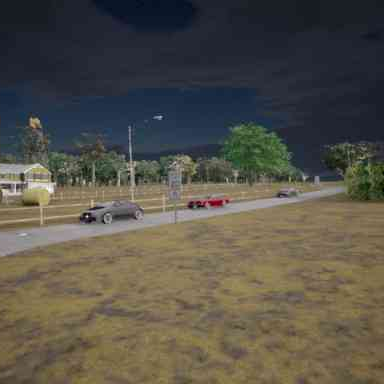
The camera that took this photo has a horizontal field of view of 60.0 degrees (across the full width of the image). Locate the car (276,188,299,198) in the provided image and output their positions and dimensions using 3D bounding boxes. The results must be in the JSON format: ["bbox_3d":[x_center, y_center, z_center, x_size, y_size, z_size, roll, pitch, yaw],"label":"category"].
[{"bbox_3d":[13.794,0.105,47.845,2.033,1.411,5.357,-2,1,36],"label":"car"}]

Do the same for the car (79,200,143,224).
[{"bbox_3d":[-5.115,1.226,21.476,1.994,1.385,4.181,-2,1,36],"label":"car"}]

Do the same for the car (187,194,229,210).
[{"bbox_3d":[1.527,0.917,30.787,1.895,1.301,4.718,-2,1,36],"label":"car"}]
